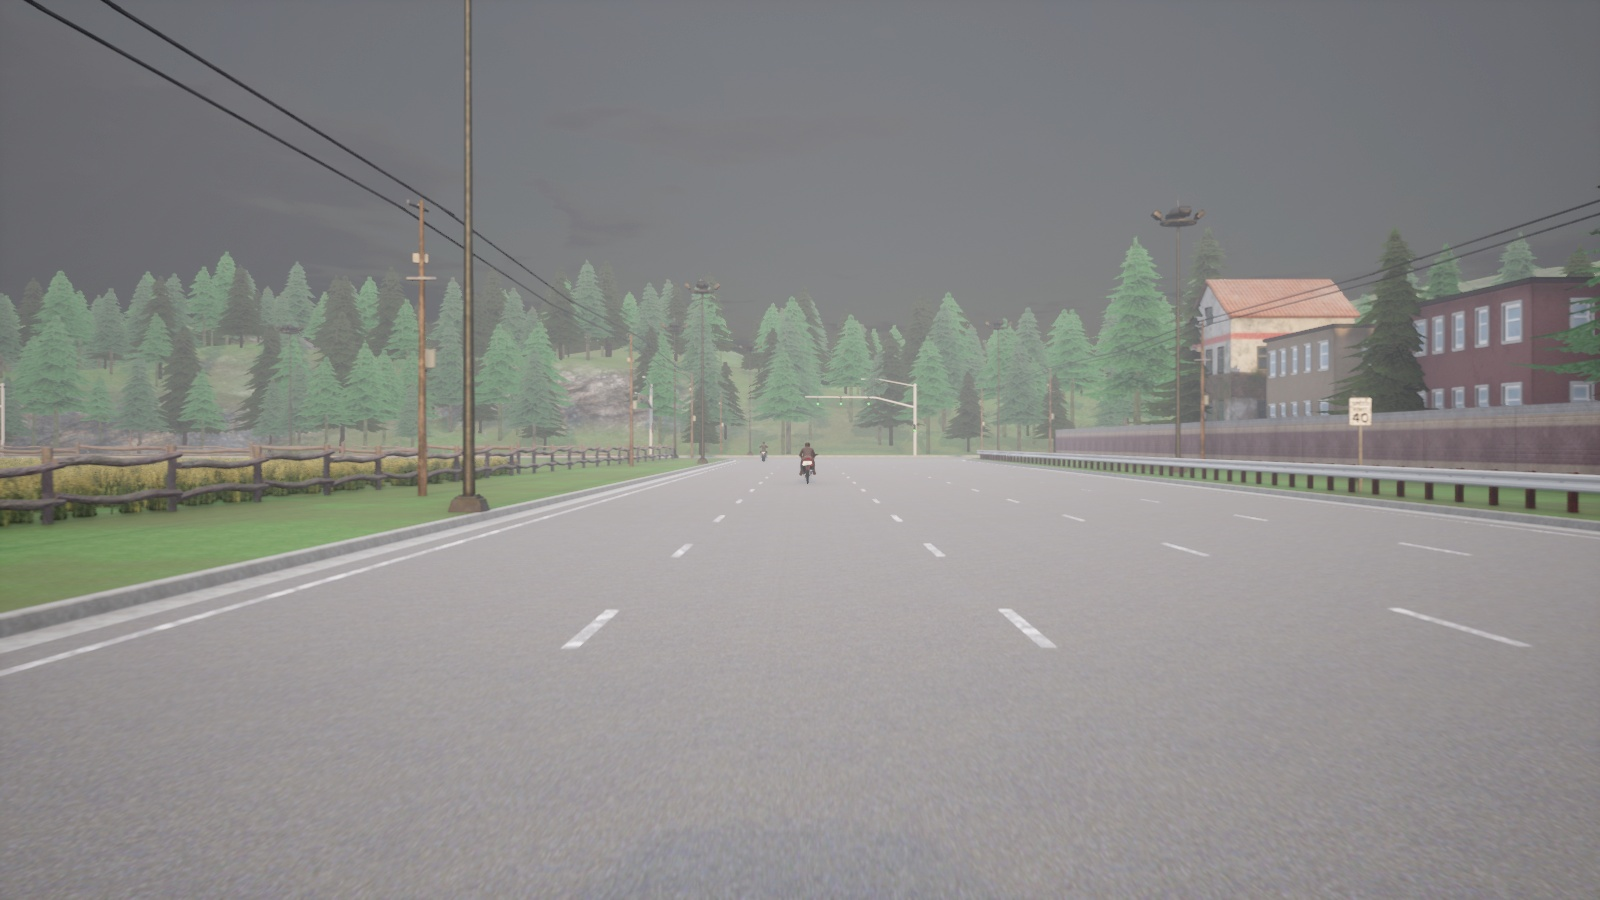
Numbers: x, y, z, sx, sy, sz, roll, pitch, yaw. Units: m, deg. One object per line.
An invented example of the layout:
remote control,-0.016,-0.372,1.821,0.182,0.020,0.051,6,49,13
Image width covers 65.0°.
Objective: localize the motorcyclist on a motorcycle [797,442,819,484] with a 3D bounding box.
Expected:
motorcyclist on a motorcycle,0.279,0.468,46.217,0.797,1.523,2.044,0,0,0
